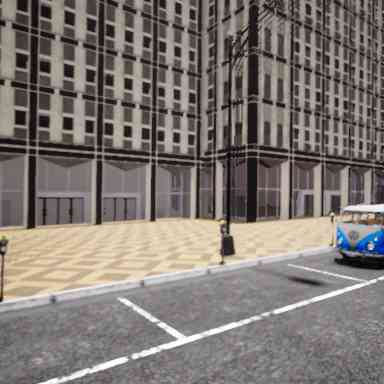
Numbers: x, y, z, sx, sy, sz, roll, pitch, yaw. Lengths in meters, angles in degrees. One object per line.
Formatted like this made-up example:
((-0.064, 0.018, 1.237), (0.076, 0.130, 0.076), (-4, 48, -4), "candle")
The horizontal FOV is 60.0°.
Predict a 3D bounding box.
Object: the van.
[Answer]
((6.452, 1.320, 11.117), (3.998, 1.788, 1.690), (0, 1, -35), "van")
